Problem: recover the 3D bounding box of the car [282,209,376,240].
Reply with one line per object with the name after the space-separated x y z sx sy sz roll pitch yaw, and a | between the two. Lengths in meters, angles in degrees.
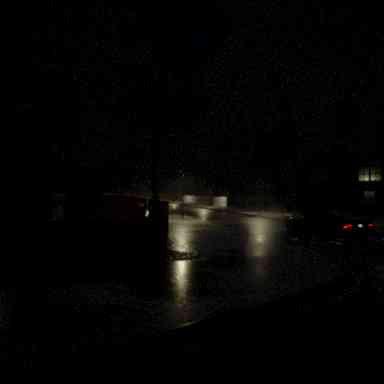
6.826 1.564 17.227 2.033 1.411 5.357 0 0 -16 | car
